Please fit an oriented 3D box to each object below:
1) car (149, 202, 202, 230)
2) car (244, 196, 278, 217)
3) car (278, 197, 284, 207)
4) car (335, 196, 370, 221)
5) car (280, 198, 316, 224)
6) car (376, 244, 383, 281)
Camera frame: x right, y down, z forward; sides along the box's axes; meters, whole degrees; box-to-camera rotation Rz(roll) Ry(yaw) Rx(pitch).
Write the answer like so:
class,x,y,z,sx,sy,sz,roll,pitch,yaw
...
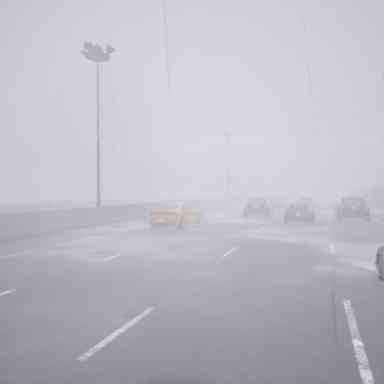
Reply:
class,x,y,z,sx,sy,sz,roll,pitch,yaw
car,-0.884,1.368,20.681,1.882,1.535,5.008,0,1,21
car,5.873,1.160,28.735,2.097,1.767,4.553,0,0,21
car,10.309,1.283,40.562,1.994,1.385,4.181,0,0,21
car,12.024,1.146,25.202,2.097,1.767,4.553,0,0,21
car,7.595,1.392,23.357,1.994,1.385,4.181,0,0,21
car,5.108,1.498,6.760,1.994,1.385,4.181,0,0,21
